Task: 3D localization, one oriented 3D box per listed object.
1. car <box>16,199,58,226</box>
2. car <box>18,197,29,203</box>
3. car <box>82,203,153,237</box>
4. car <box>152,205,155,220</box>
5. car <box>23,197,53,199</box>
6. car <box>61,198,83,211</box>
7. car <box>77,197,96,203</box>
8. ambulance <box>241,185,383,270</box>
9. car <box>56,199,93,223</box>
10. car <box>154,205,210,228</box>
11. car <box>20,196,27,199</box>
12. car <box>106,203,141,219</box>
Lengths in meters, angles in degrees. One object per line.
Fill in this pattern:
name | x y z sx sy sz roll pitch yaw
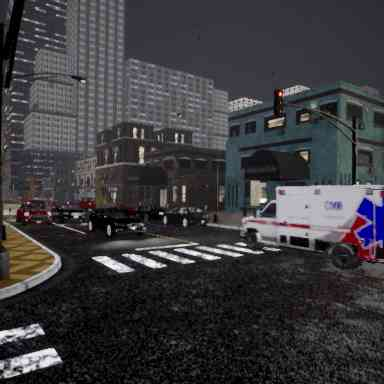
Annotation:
car | -11.351 1.492 23.872 1.967 1.590 4.097 1 -1 -35
car | -42.287 2.051 83.475 2.008 1.369 4.403 1 -1 -35
car | -4.277 1.558 18.432 1.837 1.490 4.892 1 -1 -35
car | -3.647 1.741 27.919 1.947 1.339 4.313 1 -1 -35
car | -17.318 1.661 37.304 1.837 1.490 4.892 1 1 -34
car | -16.959 1.725 47.001 1.967 1.590 4.097 1 -1 -35
car | -13.770 1.574 42.458 2.192 1.841 5.009 1 -1 -35
ambulance | 4.422 1.036 11.306 2.351 2.431 6.366 0 0 -35
car | -9.971 1.591 26.664 2.128 1.511 4.902 1 -1 -35
car | -0.526 1.701 23.413 2.008 1.369 4.403 1 -1 -35
car | -39.125 1.788 78.914 2.192 1.841 5.009 1 -1 -35
car | -6.768 1.783 32.424 1.802 1.307 4.206 1 -1 -35
